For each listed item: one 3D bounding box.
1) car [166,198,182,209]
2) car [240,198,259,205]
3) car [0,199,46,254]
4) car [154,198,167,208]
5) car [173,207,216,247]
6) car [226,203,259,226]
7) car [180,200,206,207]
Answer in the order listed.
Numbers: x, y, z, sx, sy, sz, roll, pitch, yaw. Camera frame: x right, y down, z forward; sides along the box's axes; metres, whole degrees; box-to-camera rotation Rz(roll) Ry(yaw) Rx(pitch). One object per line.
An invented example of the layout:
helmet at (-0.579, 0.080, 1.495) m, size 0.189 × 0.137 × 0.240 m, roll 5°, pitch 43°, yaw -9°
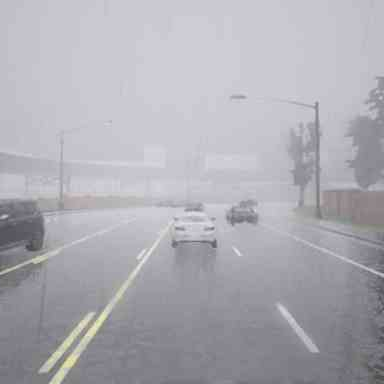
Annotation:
car at (-1.782, 1.881, 52.353) m, size 1.994 × 1.385 × 4.181 m, roll -1°, pitch 0°, yaw 24°
car at (8.451, 1.708, 49.174) m, size 1.837 × 1.490 × 4.892 m, roll -3°, pitch -1°, yaw 26°
car at (-7.094, 1.292, 11.473) m, size 2.150 × 2.045 × 5.566 m, roll 0°, pitch 0°, yaw 0°
car at (-4.347, 1.716, 55.150) m, size 2.097 × 1.767 × 4.553 m, roll -1°, pitch -1°, yaw 26°
car at (0.105, 1.620, 15.405) m, size 1.812 × 1.442 × 4.674 m, roll 0°, pitch 0°, yaw 0°
car at (3.612, 1.752, 24.792) m, size 1.895 × 1.301 × 4.718 m, roll 0°, pitch 0°, yaw 0°
car at (0.360, 1.739, 33.078) m, size 2.033 × 1.411 × 5.357 m, roll 0°, pitch 0°, yaw 5°
